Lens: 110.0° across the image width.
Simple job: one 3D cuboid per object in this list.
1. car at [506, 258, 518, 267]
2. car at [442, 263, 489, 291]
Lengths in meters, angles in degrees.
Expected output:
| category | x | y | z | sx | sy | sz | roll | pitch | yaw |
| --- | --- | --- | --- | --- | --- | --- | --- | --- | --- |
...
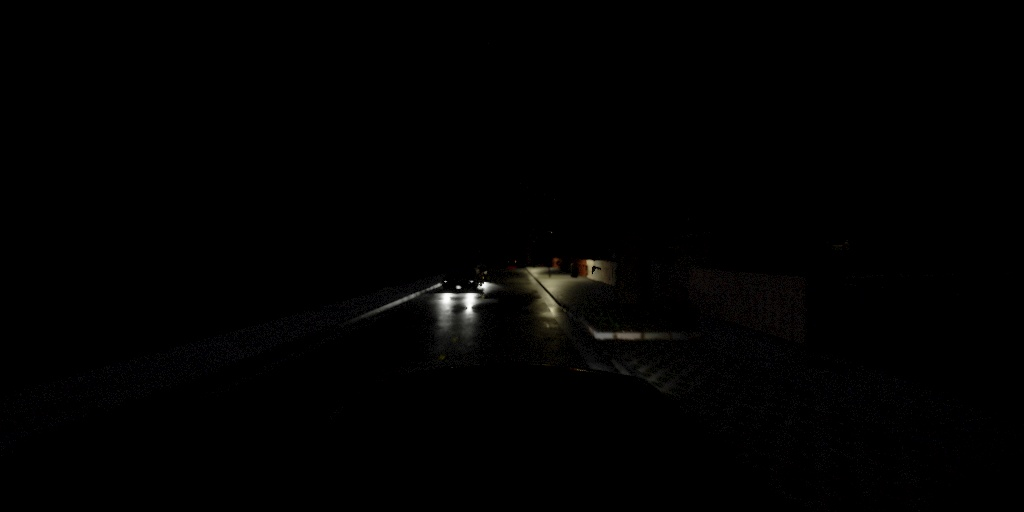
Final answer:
| category | x | y | z | sx | sy | sz | roll | pitch | yaw |
| --- | --- | --- | --- | --- | --- | --- | --- | --- | --- |
| car | 0.031 | 1.086 | 62.801 | 1.837 | 1.490 | 4.892 | 0 | 0 | 0 |
| car | -2.756 | 1.219 | 21.198 | 2.033 | 1.411 | 5.357 | 0 | 0 | 0 |
